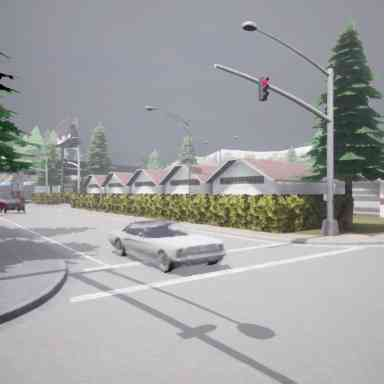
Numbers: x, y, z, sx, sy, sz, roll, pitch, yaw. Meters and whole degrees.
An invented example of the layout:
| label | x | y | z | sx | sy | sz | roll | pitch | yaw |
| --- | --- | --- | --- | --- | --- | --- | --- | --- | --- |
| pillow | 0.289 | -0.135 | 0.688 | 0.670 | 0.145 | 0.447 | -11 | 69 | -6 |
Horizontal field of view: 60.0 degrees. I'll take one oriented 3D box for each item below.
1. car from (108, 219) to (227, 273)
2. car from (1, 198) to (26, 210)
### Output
| label | x | y | z | sx | sy | sz | roll | pitch | yaw |
| --- | --- | --- | --- | --- | --- | --- | --- | --- | --- |
| car | -1.012 | 1.625 | 11.013 | 1.895 | 1.301 | 4.718 | 0 | 0 | -37 |
| car | -18.950 | 1.337 | 35.112 | 1.882 | 1.535 | 5.008 | 0 | 0 | -37 |
